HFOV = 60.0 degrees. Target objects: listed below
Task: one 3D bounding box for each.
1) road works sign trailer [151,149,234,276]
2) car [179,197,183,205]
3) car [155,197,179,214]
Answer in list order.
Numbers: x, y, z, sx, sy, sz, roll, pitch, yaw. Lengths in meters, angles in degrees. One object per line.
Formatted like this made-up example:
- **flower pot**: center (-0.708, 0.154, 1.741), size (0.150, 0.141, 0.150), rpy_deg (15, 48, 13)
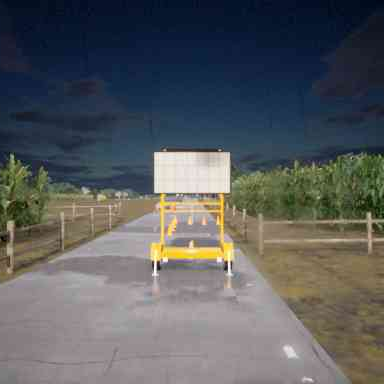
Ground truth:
- **road works sign trailer**: center (0.007, 0.465, 10.347), size (2.380, 3.560, 2.880), rpy_deg (0, 0, 0)
- **car**: center (-2.715, 1.668, 63.020), size (1.837, 1.490, 4.892), rpy_deg (0, 0, 0)
- **car**: center (-2.831, 1.397, 36.407), size (2.097, 1.767, 4.553), rpy_deg (0, 0, 0)
